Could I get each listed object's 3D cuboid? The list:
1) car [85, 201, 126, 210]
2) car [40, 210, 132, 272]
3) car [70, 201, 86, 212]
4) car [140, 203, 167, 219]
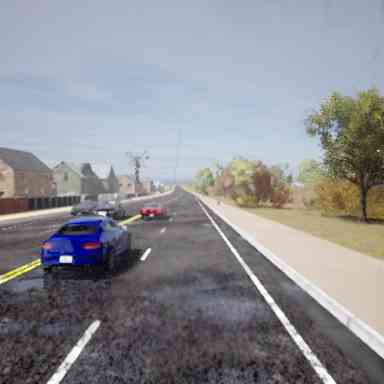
[{"bbox_3d":[-6.642,1.474,27.053,2.128,1.511,4.902,0,0,0],"label":"car"},{"bbox_3d":[-3.170,1.521,10.657,1.812,1.442,4.674,0,0,0],"label":"car"},{"bbox_3d":[-9.875,1.527,31.827,2.033,1.411,5.357,0,0,0],"label":"car"},{"bbox_3d":[-3.216,1.578,28.733,1.895,1.301,4.718,0,0,0],"label":"car"}]
